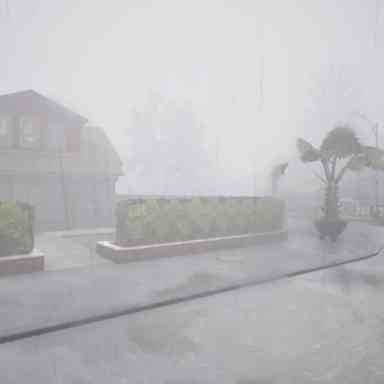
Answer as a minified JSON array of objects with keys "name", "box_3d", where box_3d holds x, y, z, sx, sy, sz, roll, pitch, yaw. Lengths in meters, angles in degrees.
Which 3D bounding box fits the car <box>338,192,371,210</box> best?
[{"name":"car","box_3d":[17.391,0.985,36.217,3.866,1.878,1.905,0,0,0]}]
